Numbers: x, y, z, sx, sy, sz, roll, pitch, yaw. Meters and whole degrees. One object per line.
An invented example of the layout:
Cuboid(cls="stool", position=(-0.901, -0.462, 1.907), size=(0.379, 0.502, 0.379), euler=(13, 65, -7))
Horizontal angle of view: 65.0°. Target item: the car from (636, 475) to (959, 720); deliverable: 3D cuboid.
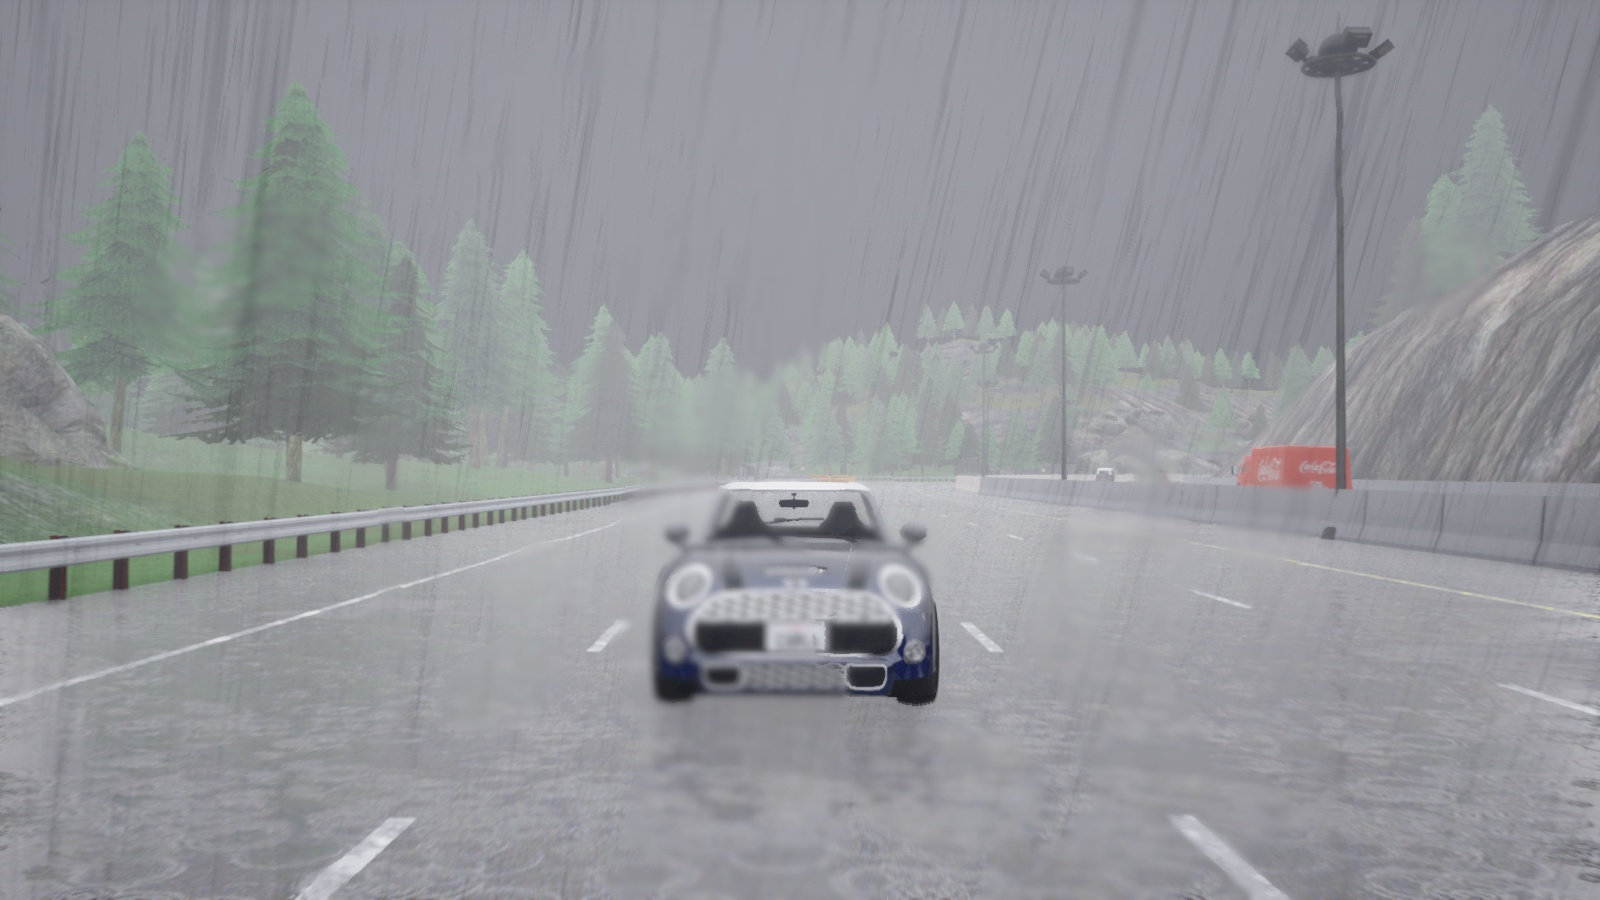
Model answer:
Cuboid(cls="car", position=(-0.022, 0.941, 9.589), size=(1.970, 1.475, 3.806), euler=(0, -1, 0))

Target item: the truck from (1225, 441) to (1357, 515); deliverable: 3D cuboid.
Cuboid(cls="truck", position=(17.389, 1.003, 44.794), size=(2.627, 2.467, 5.204), euler=(0, -1, 0))
